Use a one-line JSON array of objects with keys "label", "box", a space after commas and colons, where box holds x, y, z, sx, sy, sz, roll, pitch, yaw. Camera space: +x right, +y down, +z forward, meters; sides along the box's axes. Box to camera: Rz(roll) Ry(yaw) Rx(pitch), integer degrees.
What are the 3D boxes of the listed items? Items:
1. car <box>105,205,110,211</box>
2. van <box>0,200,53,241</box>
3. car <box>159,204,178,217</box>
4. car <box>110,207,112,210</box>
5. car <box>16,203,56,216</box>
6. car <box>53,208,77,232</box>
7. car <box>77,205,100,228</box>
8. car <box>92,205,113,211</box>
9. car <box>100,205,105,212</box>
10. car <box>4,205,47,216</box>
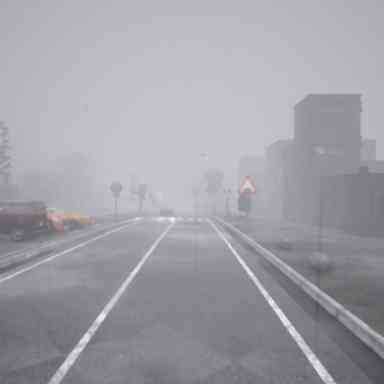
[{"label": "car", "box": [-21.780, 3.658, 74.556, 4.892, 1.521, 2.231, 0, -2, 0]}, {"label": "van", "box": [-9.640, 1.355, 16.472, 4.442, 1.987, 1.878, 0, -1, 0]}, {"label": "car", "box": [-3.284, 2.582, 44.046, 1.895, 1.301, 4.718, 0, -2, 0]}, {"label": "car", "box": [-21.777, 3.789, 77.826, 5.008, 1.535, 2.097, 0, -2, 0]}, {"label": "car", "box": [-21.939, 2.418, 46.972, 4.553, 1.767, 2.185, 0, -2, 0]}, {"label": "car", "box": [-9.568, 1.513, 19.507, 4.553, 1.767, 2.185, 0, -1, 0]}, {"label": "car", "box": [-9.365, 1.703, 22.422, 5.366, 1.575, 1.946, 0, -1, 0]}, {"label": "car", "box": [-21.755, 3.956, 80.971, 4.674, 1.452, 2.002, 0, -2, 0]}, {"label": "car", "box": [-21.797, 3.564, 71.281, 4.674, 1.452, 2.002, 0, -2, 0]}, {"label": "car", "box": [-21.880, 2.457, 43.797, 4.674, 1.452, 2.002, 0, -2, 0]}]
